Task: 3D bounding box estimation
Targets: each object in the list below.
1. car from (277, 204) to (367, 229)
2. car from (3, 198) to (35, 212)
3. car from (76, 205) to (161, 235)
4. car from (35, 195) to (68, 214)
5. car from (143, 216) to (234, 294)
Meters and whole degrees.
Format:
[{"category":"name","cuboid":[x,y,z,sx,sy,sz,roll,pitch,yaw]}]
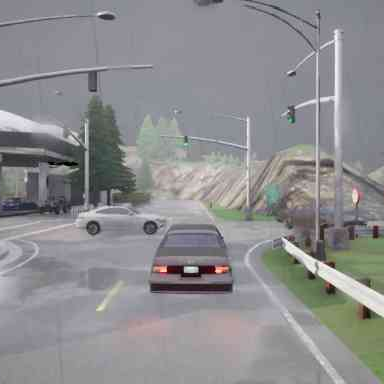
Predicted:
[{"category":"car","cuboid":[6.599,1.358,17.620,2.033,1.411,5.357,0,0,-18]},{"category":"car","cuboid":[-20.310,1.480,39.515,2.242,1.667,4.611,0,0,-1]},{"category":"car","cuboid":[-3.644,1.415,17.416,4.674,1.442,1.812,0,0,-1]},{"category":"car","cuboid":[-14.595,1.313,35.248,1.905,1.878,3.866,0,0,-1]},{"category":"car","cuboid":[0.033,1.547,8.932,2.033,1.411,5.357,0,0,1]}]
